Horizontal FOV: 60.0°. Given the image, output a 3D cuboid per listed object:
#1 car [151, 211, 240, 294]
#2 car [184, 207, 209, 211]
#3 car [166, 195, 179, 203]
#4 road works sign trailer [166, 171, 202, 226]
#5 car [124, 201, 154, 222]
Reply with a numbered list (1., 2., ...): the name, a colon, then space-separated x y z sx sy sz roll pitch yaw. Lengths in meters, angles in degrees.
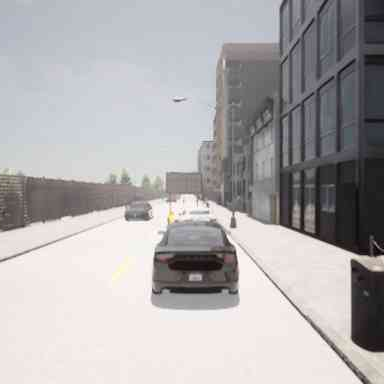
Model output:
1. car: 0.066 1.483 8.822 1.882 1.535 5.008 0 0 0
2. car: 0.239 1.553 18.160 1.812 1.442 4.674 -1 -1 -6
3. car: -4.258 1.595 68.037 1.994 1.385 4.181 0 0 0
4. road works sign trailer: -0.560 0.476 21.681 2.380 3.560 2.880 0 0 -15
5. car: -4.199 1.519 26.854 1.837 1.490 4.892 0 0 0
